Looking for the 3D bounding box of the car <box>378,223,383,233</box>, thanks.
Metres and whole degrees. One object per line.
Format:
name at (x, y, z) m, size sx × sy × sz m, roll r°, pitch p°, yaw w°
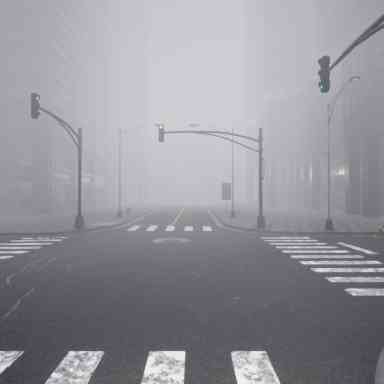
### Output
car at (11.755, 1.564, 16.220) m, size 4.829 × 1.417 × 1.752 m, roll 0°, pitch -1°, yaw 0°
